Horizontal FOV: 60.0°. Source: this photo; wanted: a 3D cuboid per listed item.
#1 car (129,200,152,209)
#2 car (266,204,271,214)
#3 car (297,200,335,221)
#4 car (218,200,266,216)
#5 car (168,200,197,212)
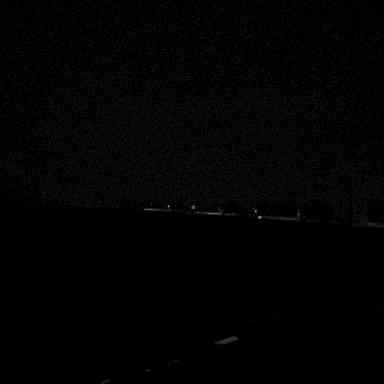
[{"bbox_3d":[-7.985,1.955,51.950,1.895,1.301,4.718,1,-1,-35],"label":"car"},{"bbox_3d":[6.435,1.689,36.917,1.882,1.535,5.008,1,-1,-36],"label":"car"},{"bbox_3d":[10.665,1.424,26.123,2.097,1.767,4.553,1,-1,-38],"label":"car"},{"bbox_3d":[4.748,1.640,34.208,2.128,1.511,4.902,1,-1,-36],"label":"car"},{"bbox_3d":[-1.240,1.732,42.519,2.128,1.511,4.902,1,-1,-36],"label":"car"}]
